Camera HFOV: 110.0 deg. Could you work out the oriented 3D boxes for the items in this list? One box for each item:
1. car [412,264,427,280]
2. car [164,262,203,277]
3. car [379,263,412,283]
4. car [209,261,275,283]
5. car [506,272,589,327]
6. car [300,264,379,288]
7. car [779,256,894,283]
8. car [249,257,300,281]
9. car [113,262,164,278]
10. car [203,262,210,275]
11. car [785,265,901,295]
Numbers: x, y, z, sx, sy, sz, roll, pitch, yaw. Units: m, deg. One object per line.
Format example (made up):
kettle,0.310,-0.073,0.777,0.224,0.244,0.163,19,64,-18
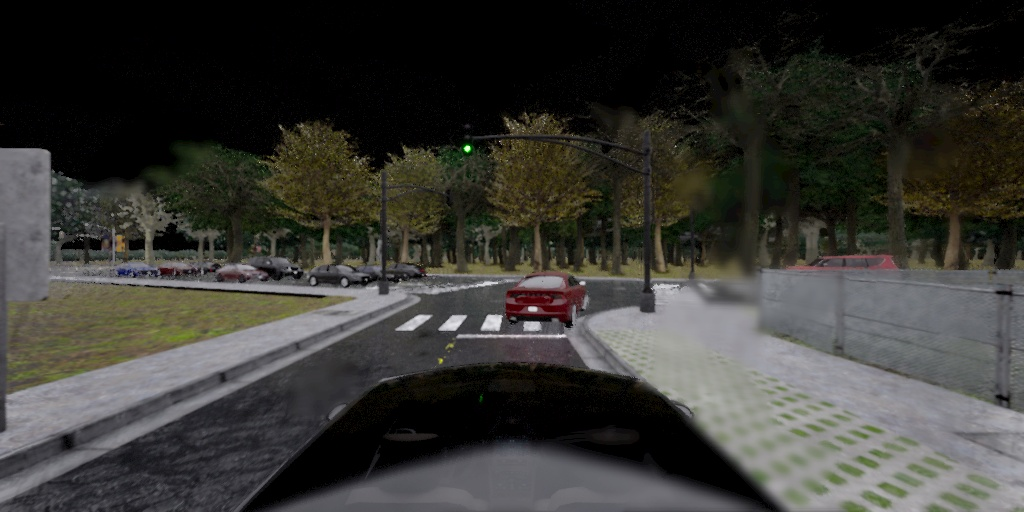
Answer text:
car,-9.696,1.367,30.954,4.892,1.490,1.837,0,-1,23
car,-35.971,1.377,38.502,5.008,1.535,1.882,0,-1,24
car,-10.705,1.387,27.598,5.357,1.411,2.033,0,0,23
car,-21.701,1.369,28.788,4.674,1.442,1.812,0,0,23
car,1.316,1.260,11.864,1.882,1.535,5.008,-1,0,18
car,-11.811,1.323,24.532,4.892,1.490,1.837,0,0,23
car,19.674,1.012,21.834,5.566,2.045,2.150,0,0,23
car,-21.297,1.088,32.151,5.566,2.045,2.150,0,0,23
car,-37.201,1.356,35.492,5.008,1.535,1.882,0,-1,24
car,-36.213,1.429,42.209,4.892,1.490,1.837,0,0,23
car,17.615,1.337,19.175,4.181,1.385,1.994,0,0,23
